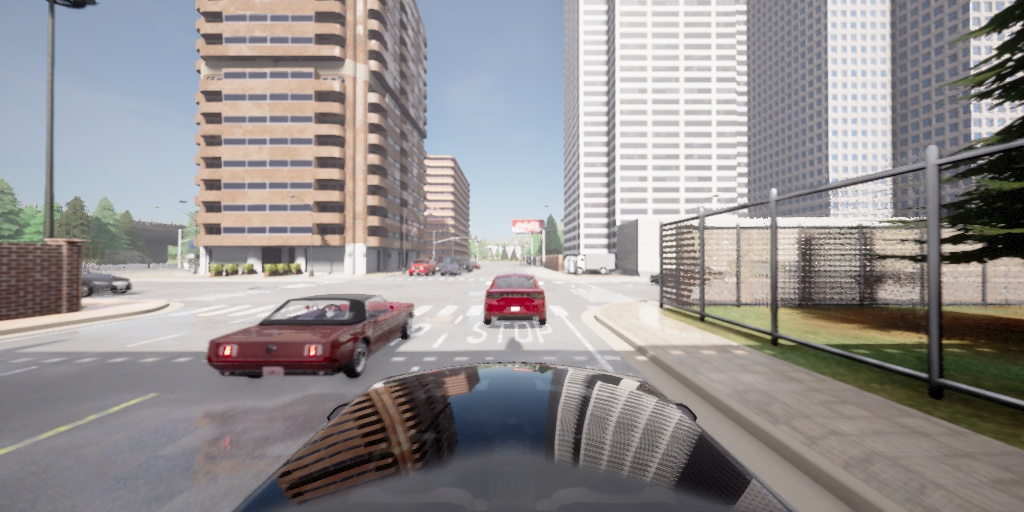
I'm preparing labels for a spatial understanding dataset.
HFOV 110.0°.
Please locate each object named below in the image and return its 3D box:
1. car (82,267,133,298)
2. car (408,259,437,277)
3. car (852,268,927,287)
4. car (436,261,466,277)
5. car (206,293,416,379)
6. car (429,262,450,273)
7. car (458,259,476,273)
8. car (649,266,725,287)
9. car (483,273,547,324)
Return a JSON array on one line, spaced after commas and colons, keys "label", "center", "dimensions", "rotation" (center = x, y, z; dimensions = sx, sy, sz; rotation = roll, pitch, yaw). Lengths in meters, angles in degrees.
[{"label": "car", "center": [-22.676, 1.336, 18.664], "dimensions": [4.902, 1.511, 2.128], "rotation": [0, -1, 2]}, {"label": "car", "center": [-10.567, 1.335, 42.601], "dimensions": [2.150, 2.045, 5.566], "rotation": [0, -1, 0]}, {"label": "car", "center": [27.441, 1.508, 25.689], "dimensions": [4.718, 1.301, 1.895], "rotation": [0, -1, 0]}, {"label": "car", "center": [-7.071, 1.657, 42.161], "dimensions": [2.033, 1.411, 5.357], "rotation": [0, -1, 0]}, {"label": "car", "center": [-3.432, 1.402, 7.380], "dimensions": [1.895, 1.301, 4.718], "rotation": [0, -1, 0]}, {"label": "car", "center": [-10.566, 1.692, 52.447], "dimensions": [2.128, 1.511, 4.902], "rotation": [0, 0, 0]}, {"label": "car", "center": [-7.066, 1.425, 52.673], "dimensions": [2.150, 2.045, 5.566], "rotation": [0, -1, 0]}, {"label": "car", "center": [12.434, 1.385, 25.669], "dimensions": [5.008, 1.535, 1.882], "rotation": [0, -1, 0]}, {"label": "car", "center": [0.098, 1.322, 12.451], "dimensions": [1.882, 1.535, 5.008], "rotation": [0, 0, 0]}]
